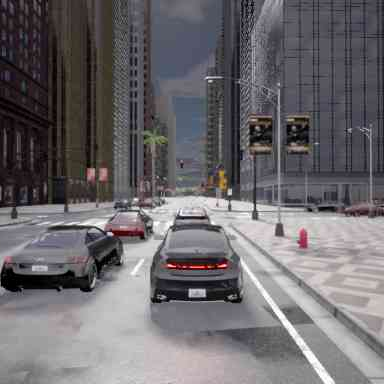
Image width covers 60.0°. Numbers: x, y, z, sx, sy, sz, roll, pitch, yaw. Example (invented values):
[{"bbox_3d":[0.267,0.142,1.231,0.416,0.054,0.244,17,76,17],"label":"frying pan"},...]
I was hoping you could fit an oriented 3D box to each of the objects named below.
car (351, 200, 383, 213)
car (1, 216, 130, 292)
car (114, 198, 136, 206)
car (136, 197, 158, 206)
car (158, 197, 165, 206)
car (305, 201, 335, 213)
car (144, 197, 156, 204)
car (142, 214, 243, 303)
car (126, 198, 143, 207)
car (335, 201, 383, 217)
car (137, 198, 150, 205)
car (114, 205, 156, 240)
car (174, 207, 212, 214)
[{"bbox_3d":[20.771,1.641,37.867,4.313,1.339,1.947,0,0,-1],"label":"car"},{"bbox_3d":[-3.168,1.576,8.979,1.994,1.385,4.181,0,0,1],"label":"car"},{"bbox_3d":[-9.918,1.765,48.307,2.033,1.411,5.357,0,0,0],"label":"car"},{"bbox_3d":[-6.667,1.706,50.037,1.882,1.535,5.008,0,0,0],"label":"car"},{"bbox_3d":[-6.656,1.652,60.074,2.097,1.767,4.553,0,0,0],"label":"car"},{"bbox_3d":[15.131,1.660,37.771,4.313,1.339,1.947,0,0,-1],"label":"car"},{"bbox_3d":[-9.863,1.986,78.342,2.033,1.411,5.357,0,0,0],"label":"car"},{"bbox_3d":[0.089,1.515,8.204,1.837,1.490,4.892,0,0,0],"label":"car"},{"bbox_3d":[-9.915,1.775,57.862,2.128,1.511,4.902,0,0,0],"label":"car"},{"bbox_3d":[15.274,1.576,29.247,4.206,1.307,1.802,0,0,-1],"label":"car"},{"bbox_3d":[-9.852,1.923,67.748,1.994,1.385,4.181,0,0,1],"label":"car"},{"bbox_3d":[-3.174,1.601,17.379,1.994,1.385,4.181,0,0,0],"label":"car"},{"bbox_3d":[0.025,1.529,17.526,2.128,1.511,4.902,0,0,0],"label":"car"}]
